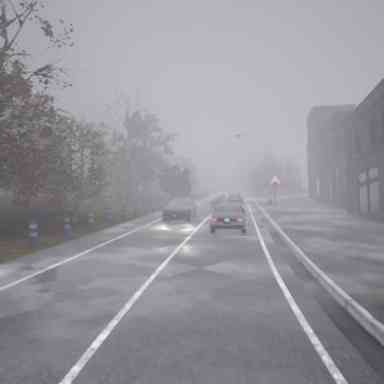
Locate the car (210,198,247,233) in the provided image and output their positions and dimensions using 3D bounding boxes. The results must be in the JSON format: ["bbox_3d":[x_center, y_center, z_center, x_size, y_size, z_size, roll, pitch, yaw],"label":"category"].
[{"bbox_3d":[2.024,1.316,18.257,2.033,1.411,5.357,0,1,8],"label":"car"}]

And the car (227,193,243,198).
[{"bbox_3d":[5.467,0.772,42.254,1.994,1.385,4.181,0,1,8],"label":"car"}]

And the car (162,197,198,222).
[{"bbox_3d":[-0.742,1.158,23.306,1.882,1.535,5.008,0,1,8],"label":"car"}]
